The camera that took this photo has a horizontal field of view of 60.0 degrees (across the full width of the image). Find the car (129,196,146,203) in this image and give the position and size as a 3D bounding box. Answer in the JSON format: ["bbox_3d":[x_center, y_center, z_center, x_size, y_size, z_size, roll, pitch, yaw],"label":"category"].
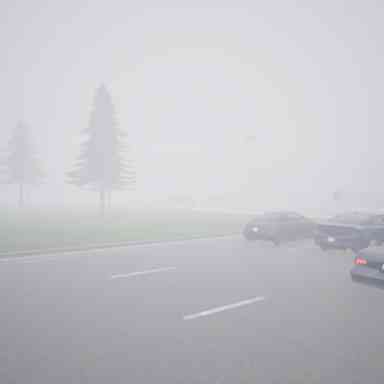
[{"bbox_3d":[-11.204,1.582,68.134,2.128,1.511,4.902,0,0,-36],"label":"car"}]

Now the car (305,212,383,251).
[{"bbox_3d":[6.847,1.503,12.962,5.008,1.535,1.882,0,0,-35],"label":"car"}]

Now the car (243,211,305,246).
[{"bbox_3d":[4.372,1.587,15.498,4.181,1.385,1.994,0,0,-35],"label":"car"}]

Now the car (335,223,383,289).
[{"bbox_3d":[6.019,1.566,8.104,5.357,1.411,2.033,0,0,-35],"label":"car"}]

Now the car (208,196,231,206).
[{"bbox_3d":[4.780,1.427,57.869,2.097,1.767,4.553,0,0,-36],"label":"car"}]

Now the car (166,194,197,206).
[{"bbox_3d":[-1.446,1.285,54.497,2.150,2.045,5.566,0,0,-36],"label":"car"}]

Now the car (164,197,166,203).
[{"bbox_3d":[-4.127,1.592,70.289,2.128,1.511,4.902,0,0,-36],"label":"car"}]
